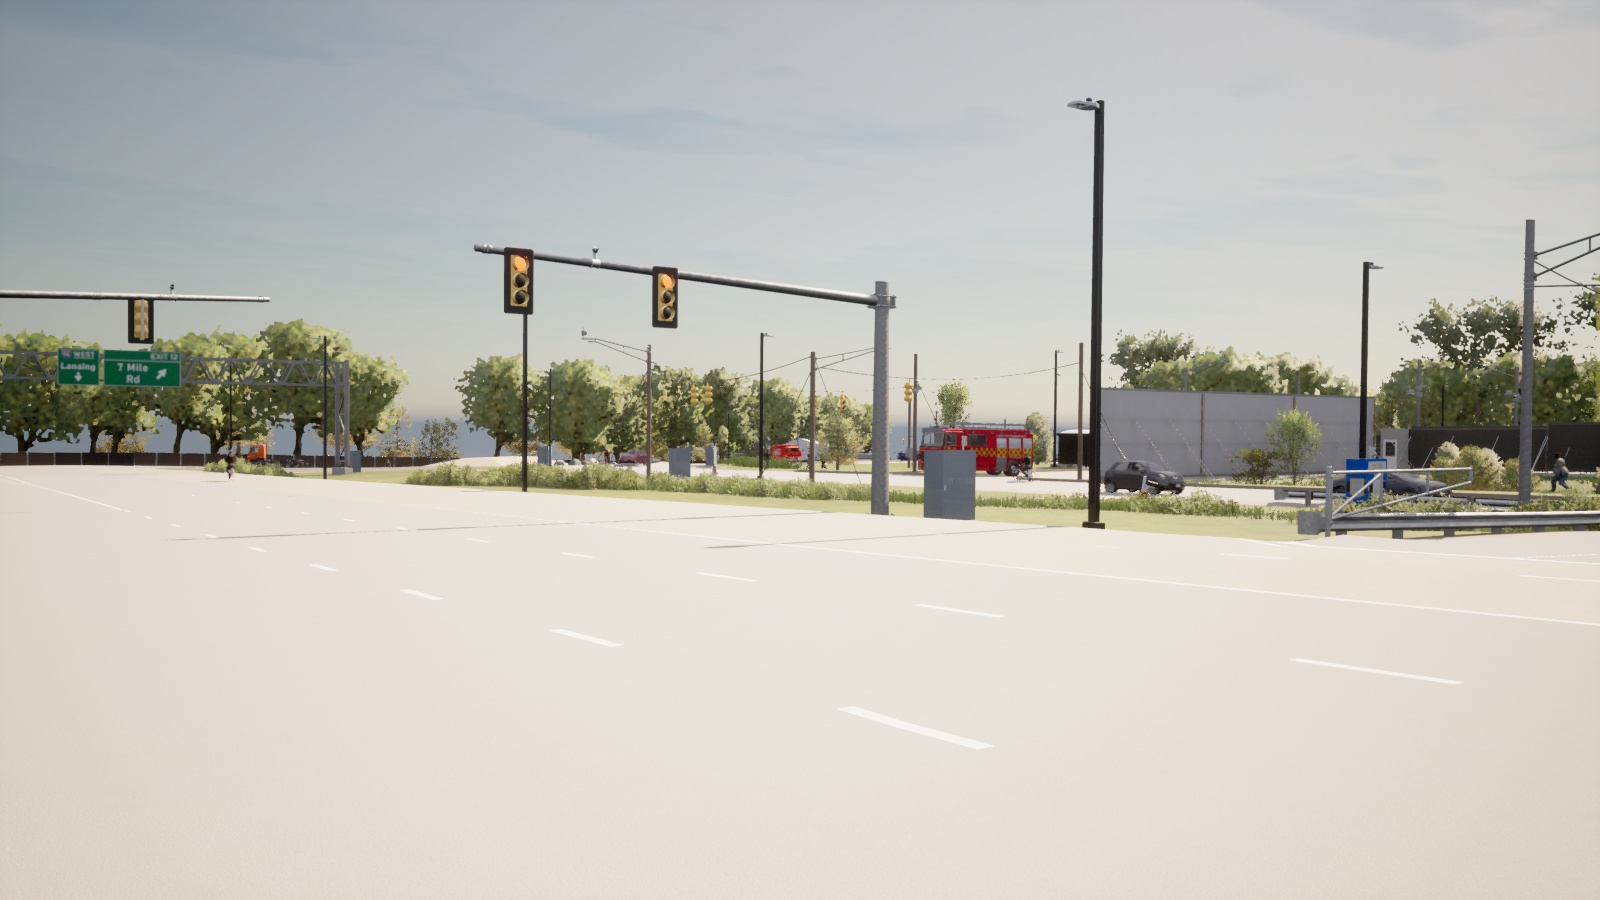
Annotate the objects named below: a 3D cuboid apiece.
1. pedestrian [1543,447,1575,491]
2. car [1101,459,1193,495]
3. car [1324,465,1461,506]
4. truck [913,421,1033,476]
[{"bbox_3d":[32.804,0.805,54.273,0.874,1.855,0.900,-1,1,-34],"label":"pedestrian"},{"bbox_3d":[15.548,1.198,56.378,1.845,1.501,3.633,-1,1,-34],"label":"car"},{"bbox_3d":[22.053,1.288,46.844,1.994,1.385,4.181,-1,0,-35],"label":"car"},{"bbox_3d":[12.467,-0.096,90.325,8.468,3.827,2.891,0,1,-29],"label":"truck"}]
